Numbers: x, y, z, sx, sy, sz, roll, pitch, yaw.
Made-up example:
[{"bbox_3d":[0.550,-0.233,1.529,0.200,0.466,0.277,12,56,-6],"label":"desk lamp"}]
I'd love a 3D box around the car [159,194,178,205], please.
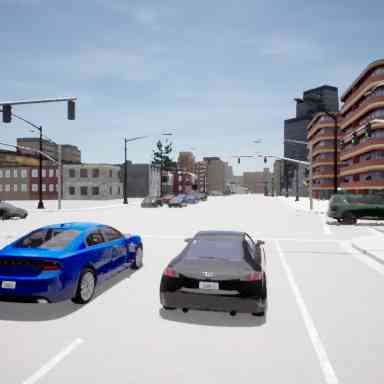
[{"bbox_3d":[-3.795,1.226,55.468,1.882,1.535,5.008,0,1,11],"label":"car"}]

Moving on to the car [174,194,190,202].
[{"bbox_3d":[-1.889,1.125,65.119,2.033,1.411,5.357,0,1,11],"label":"car"}]

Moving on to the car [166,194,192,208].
[{"bbox_3d":[-1.921,1.409,46.879,2.033,1.411,5.357,0,1,11],"label":"car"}]

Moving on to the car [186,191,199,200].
[{"bbox_3d":[0.054,0.752,74.923,2.097,1.767,4.553,0,1,11],"label":"car"}]

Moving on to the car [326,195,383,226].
[{"bbox_3d":[12.166,1.218,22.782,5.566,2.045,2.150,0,0,10],"label":"car"}]

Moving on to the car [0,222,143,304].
[{"bbox_3d":[-2.747,1.478,8.276,1.882,1.535,5.008,0,0,11],"label":"car"}]

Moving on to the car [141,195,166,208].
[{"bbox_3d":[-5.557,1.230,46.502,2.097,1.767,4.553,0,1,11],"label":"car"}]

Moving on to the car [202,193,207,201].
[{"bbox_3d":[1.872,1.052,66.107,1.837,1.490,4.892,0,1,12],"label":"car"}]

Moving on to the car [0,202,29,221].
[{"bbox_3d":[-15.616,1.526,27.154,4.674,1.442,1.812,0,0,20],"label":"car"}]

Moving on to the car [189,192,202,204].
[{"bbox_3d":[-0.087,1.249,56.284,1.812,1.442,4.674,0,1,11],"label":"car"}]

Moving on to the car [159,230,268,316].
[{"bbox_3d":[0.690,1.564,7.630,1.994,1.385,4.181,0,0,12],"label":"car"}]
